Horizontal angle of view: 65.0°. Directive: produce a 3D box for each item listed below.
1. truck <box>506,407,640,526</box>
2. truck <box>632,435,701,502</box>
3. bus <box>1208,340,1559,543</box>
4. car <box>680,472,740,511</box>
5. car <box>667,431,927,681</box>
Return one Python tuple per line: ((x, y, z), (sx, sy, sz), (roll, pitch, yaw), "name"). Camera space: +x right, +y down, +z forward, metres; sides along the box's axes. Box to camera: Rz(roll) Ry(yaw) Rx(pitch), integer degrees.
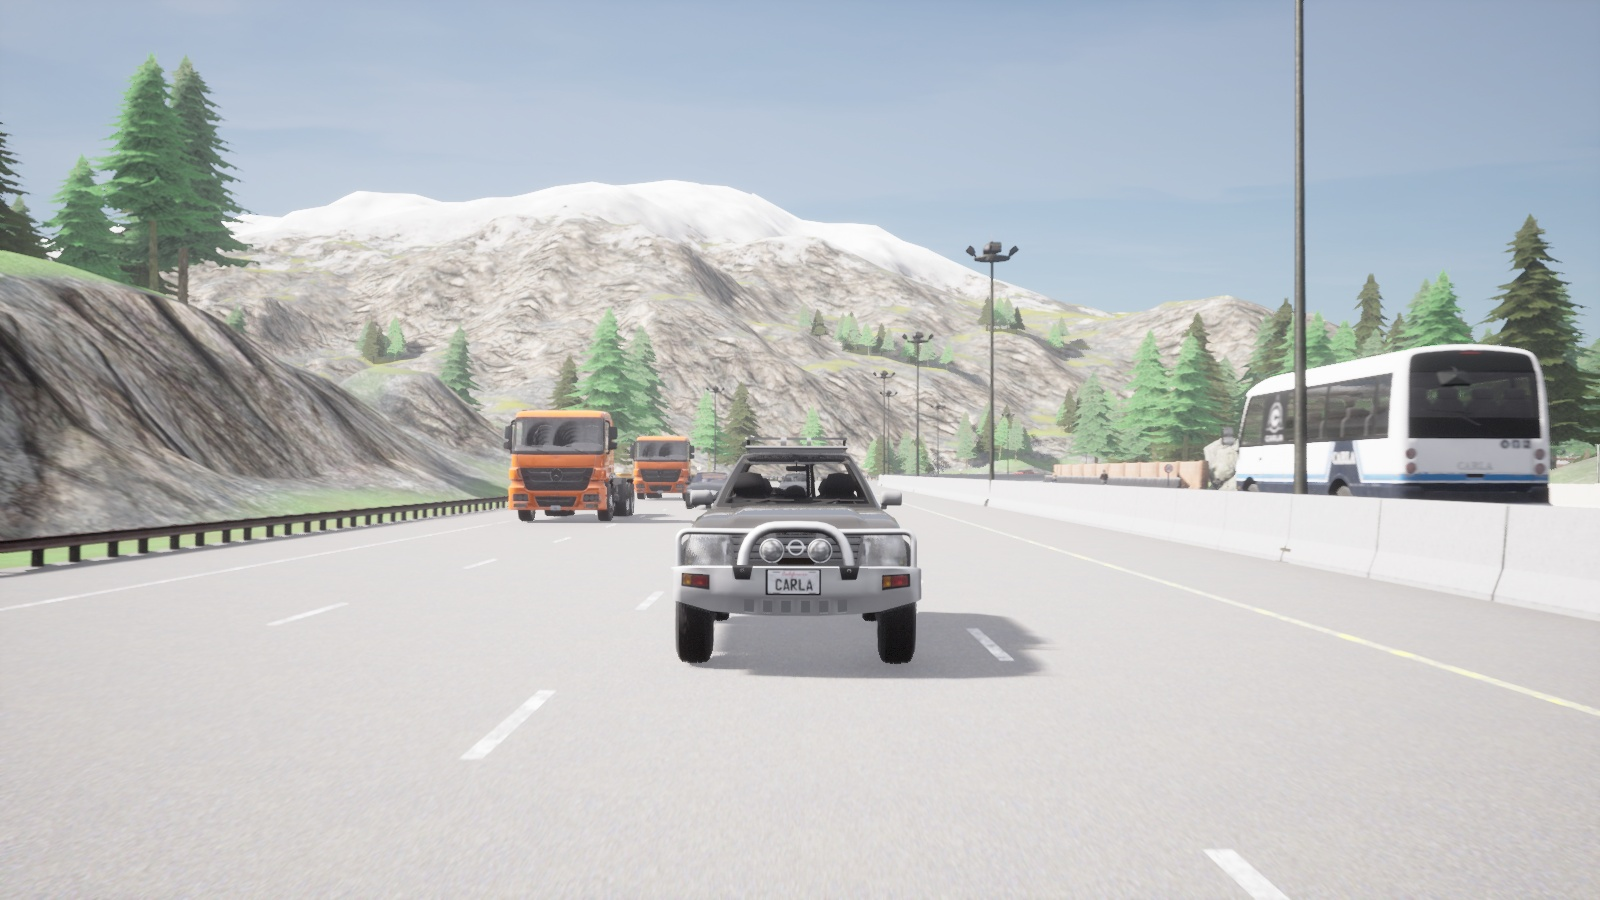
((-7.102, 0.539, 40.472), (2.891, 3.462, 7.936), (0, -1, 0), "truck")
((-7.170, 1.008, 68.499), (2.891, 3.462, 7.936), (0, -1, 0), "truck")
((13.918, -0.090, 31.507), (3.944, 4.253, 10.273), (0, -1, 0), "bus")
((-3.625, 1.646, 51.441), (2.128, 1.511, 4.902), (0, -1, 0), "car")
((-0.029, 0.827, 11.652), (1.932, 1.855, 4.605), (0, -1, 0), "car")
